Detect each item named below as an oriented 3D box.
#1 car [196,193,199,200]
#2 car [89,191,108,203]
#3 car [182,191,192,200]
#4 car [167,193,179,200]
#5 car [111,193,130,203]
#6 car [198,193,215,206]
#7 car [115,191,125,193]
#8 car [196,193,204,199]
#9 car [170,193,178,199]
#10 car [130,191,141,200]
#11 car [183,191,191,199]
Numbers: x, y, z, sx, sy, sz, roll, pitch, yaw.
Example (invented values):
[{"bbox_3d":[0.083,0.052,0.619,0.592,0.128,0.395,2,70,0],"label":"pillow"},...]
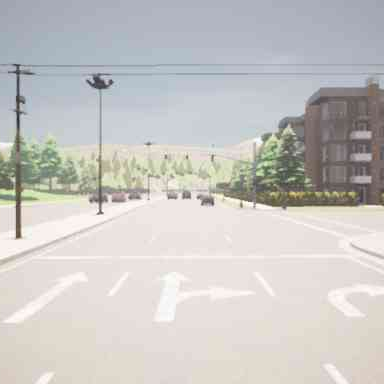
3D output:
[{"bbox_3d":[2.214,1.095,80.505,2.128,1.511,4.902,0,0,0],"label":"car"},{"bbox_3d":[-16.327,0.910,58.297,2.150,2.045,5.566,0,1,0],"label":"car"},{"bbox_3d":[-1.287,0.797,79.643,2.150,2.045,5.566,0,0,0],"label":"car"},{"bbox_3d":[-4.787,0.929,80.332,2.097,1.767,4.553,0,0,0],"label":"car"},{"bbox_3d":[-12.832,1.253,58.451,1.994,1.385,4.181,0,0,0],"label":"car"},{"bbox_3d":[2.290,1.242,49.370,1.837,1.490,4.892,0,0,-1],"label":"car"},{"bbox_3d":[-16.289,0.830,74.605,2.150,2.045,5.566,0,0,0],"label":"car"},{"bbox_3d":[2.218,1.051,90.571,1.994,1.385,4.181,0,0,0],"label":"car"},{"bbox_3d":[-4.782,0.998,90.260,1.837,1.490,4.892,0,0,0],"label":"car"},{"bbox_3d":[-12.789,0.829,74.707,2.150,2.045,5.566,0,0,0],"label":"car"},{"bbox_3d":[-1.282,0.723,90.287,2.150,2.045,5.566,0,0,0],"label":"car"}]
